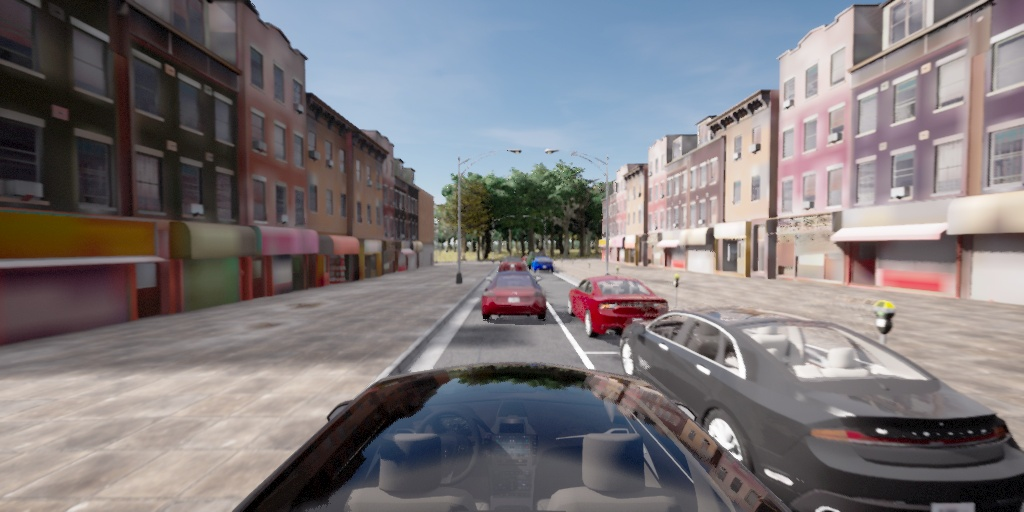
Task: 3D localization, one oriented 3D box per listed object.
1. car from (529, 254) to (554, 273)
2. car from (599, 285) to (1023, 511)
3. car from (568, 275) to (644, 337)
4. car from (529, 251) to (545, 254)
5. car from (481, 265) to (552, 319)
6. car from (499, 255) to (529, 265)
[{"bbox_3d":[2.963,0.804,35.202,1.882,1.535,5.008,0,1,0],"label":"car"},{"bbox_3d":[2.633,1.265,4.327,2.007,1.370,4.403,0,0,0],"label":"car"},{"bbox_3d":[2.625,1.188,9.733,1.888,1.381,4.507,0,0,0],"label":"car"},{"bbox_3d":[2.918,0.472,42.230,2.150,2.045,5.566,0,1,0],"label":"car"},{"bbox_3d":[0.062,1.177,12.078,1.994,1.385,4.181,0,1,0],"label":"car"},{"bbox_3d":[0.041,0.751,29.091,2.097,1.767,4.553,0,1,0],"label":"car"}]
